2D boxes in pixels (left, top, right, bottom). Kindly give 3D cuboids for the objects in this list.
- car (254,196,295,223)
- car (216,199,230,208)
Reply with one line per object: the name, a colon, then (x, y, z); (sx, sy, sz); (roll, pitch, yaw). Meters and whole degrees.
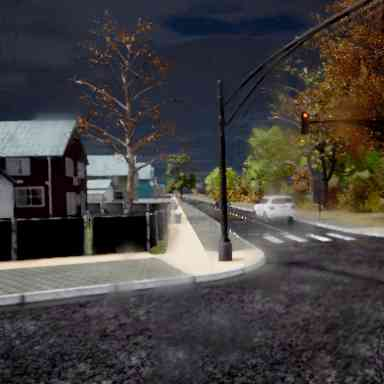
car: (6.671, 1.369, 27.384); (2.150, 2.045, 5.566); (-2, 0, -3)
car: (5.069, 1.894, 55.027); (2.033, 1.411, 5.357); (-2, 0, -3)
